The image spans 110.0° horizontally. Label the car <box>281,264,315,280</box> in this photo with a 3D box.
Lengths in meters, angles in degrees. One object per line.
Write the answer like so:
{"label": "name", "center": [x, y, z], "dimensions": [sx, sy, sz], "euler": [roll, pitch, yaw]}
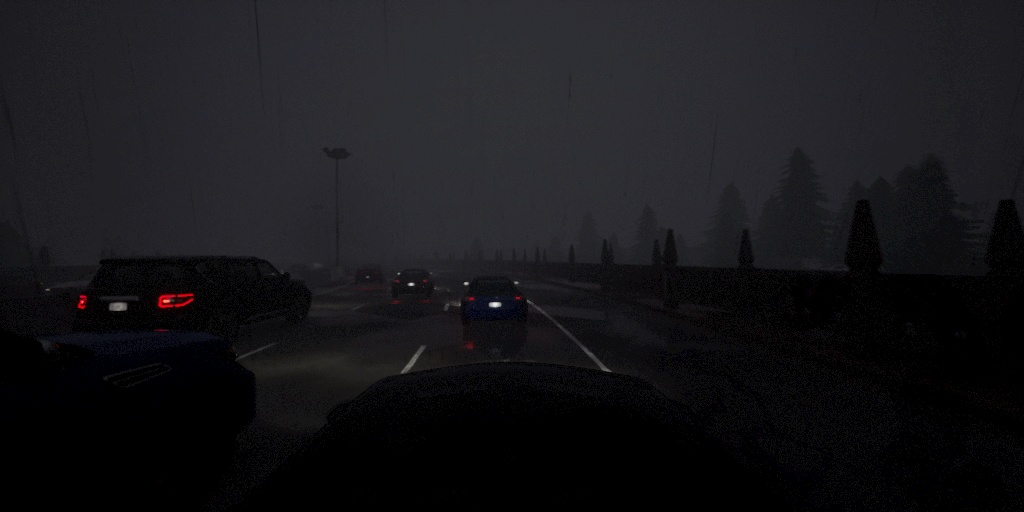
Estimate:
{"label": "car", "center": [-20.868, 1.498, 35.200], "dimensions": [2.033, 1.411, 5.357], "euler": [0, 0, -22]}

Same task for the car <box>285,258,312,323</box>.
{"label": "car", "center": [-7.355, 1.013, 9.164], "dimensions": [2.150, 2.045, 5.566], "euler": [0, 0, -5]}

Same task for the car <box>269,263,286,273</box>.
{"label": "car", "center": [-35.106, 1.737, 53.725], "dimensions": [1.895, 1.301, 4.718], "euler": [-1, 0, -36]}

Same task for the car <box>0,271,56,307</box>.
{"label": "car", "center": [-22.355, 1.410, 14.715], "dimensions": [1.812, 1.442, 4.674], "euler": [0, 0, -10]}

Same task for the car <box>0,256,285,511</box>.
{"label": "car", "center": [-3.515, 0.984, 1.016], "dimensions": [2.150, 2.045, 5.566], "euler": [0, 0, 0]}

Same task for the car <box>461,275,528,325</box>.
{"label": "car", "center": [-0.662, 1.327, 11.968], "dimensions": [1.994, 1.385, 4.181], "euler": [0, 0, -6]}

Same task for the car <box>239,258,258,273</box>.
{"label": "car", "center": [-38.395, 1.390, 52.233], "dimensions": [2.150, 2.045, 5.566], "euler": [0, 0, -36]}

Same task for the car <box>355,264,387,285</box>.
{"label": "car", "center": [-10.665, 1.329, 27.341], "dimensions": [1.882, 1.535, 5.008], "euler": [0, 0, -15]}

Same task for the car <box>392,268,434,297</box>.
{"label": "car", "center": [-5.284, 1.364, 19.487], "dimensions": [1.994, 1.385, 4.181], "euler": [0, 0, -10]}
